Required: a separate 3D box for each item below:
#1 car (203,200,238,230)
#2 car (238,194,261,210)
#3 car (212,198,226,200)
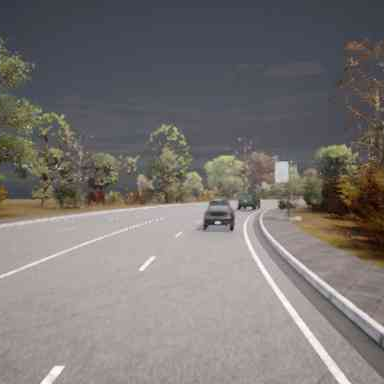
[{"bbox_3d":[1.821,1.495,21.221,1.837,1.490,4.892,0,0,9],"label":"car"},{"bbox_3d":[7.306,1.214,42.093,2.150,2.045,5.566,0,0,20],"label":"car"},{"bbox_3d":[3.542,1.482,41.865,1.837,1.490,4.892,0,0,19],"label":"car"}]
